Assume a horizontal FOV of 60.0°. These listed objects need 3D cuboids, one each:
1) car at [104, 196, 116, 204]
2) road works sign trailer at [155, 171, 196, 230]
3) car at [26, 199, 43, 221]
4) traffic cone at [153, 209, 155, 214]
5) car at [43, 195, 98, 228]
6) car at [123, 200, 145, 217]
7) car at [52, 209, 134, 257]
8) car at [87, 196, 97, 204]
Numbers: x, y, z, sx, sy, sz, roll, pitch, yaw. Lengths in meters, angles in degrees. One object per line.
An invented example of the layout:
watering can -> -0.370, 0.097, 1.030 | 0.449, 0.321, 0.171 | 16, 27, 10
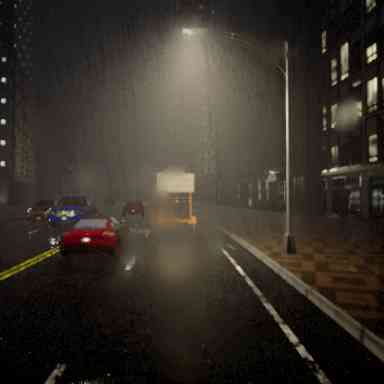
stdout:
car -> -15.427, 1.568, 62.640 | 1.812, 1.442, 4.674 | 0, 0, -15
road works sign trailer -> -1.000, 0.480, 21.293 | 2.380, 3.560, 2.880 | 0, 0, -7
car -> -11.635, 1.362, 26.879 | 2.097, 1.767, 4.553 | 0, 0, -7
traffic cone -> -3.173, 1.975, 28.087 | 0.340, 0.580, 0.340 | 0, 0, -7
car -> -7.851, 1.234, 22.461 | 2.150, 2.045, 5.566 | 0, 0, -6
car -> -5.562, 1.498, 32.025 | 1.882, 1.535, 5.008 | 0, 0, -8
car -> -3.652, 1.574, 13.123 | 1.994, 1.385, 4.181 | 0, 0, -3
car -> -19.861, 1.525, 66.316 | 1.837, 1.490, 4.892 | 0, 0, -17
